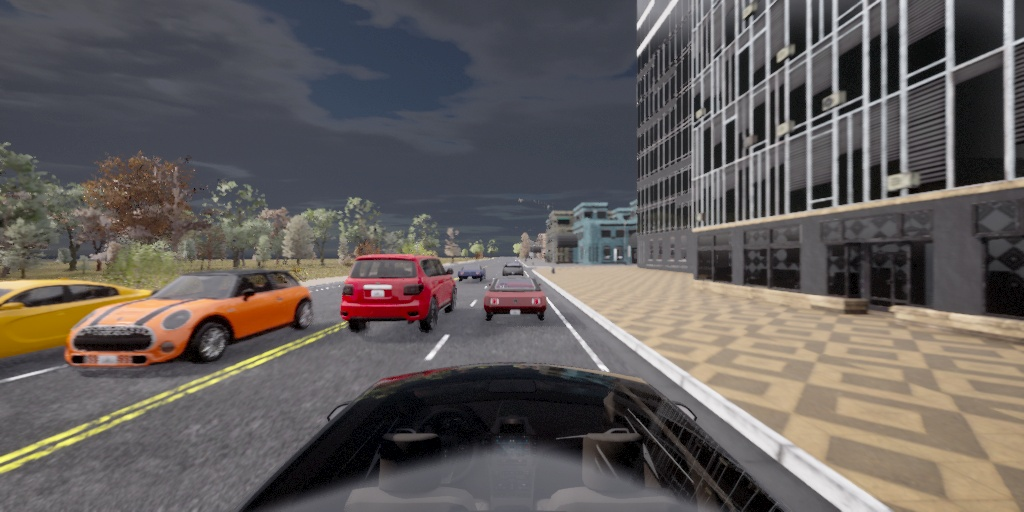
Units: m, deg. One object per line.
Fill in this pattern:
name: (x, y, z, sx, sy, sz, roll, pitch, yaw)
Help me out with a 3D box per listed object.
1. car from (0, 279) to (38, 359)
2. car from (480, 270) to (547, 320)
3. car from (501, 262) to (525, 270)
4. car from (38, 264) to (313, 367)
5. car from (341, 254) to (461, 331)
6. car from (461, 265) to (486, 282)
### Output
car: (-9.849, 1.228, 7.074, 1.882, 1.535, 5.008, 0, 0, 0)
car: (0.099, 1.351, 12.625, 1.895, 1.301, 4.718, 0, 0, 0)
car: (0.101, 1.240, 32.324, 2.128, 1.511, 4.902, 0, 0, 0)
car: (-6.598, 1.102, 8.094, 2.097, 1.767, 4.553, 0, 0, 0)
car: (-3.150, 0.972, 11.084, 2.150, 2.045, 5.566, 0, 0, 0)
car: (-3.150, 1.350, 29.143, 1.895, 1.301, 4.718, 0, 0, 0)
